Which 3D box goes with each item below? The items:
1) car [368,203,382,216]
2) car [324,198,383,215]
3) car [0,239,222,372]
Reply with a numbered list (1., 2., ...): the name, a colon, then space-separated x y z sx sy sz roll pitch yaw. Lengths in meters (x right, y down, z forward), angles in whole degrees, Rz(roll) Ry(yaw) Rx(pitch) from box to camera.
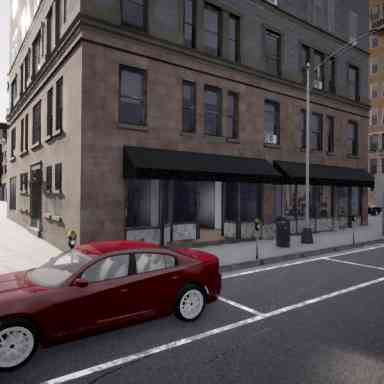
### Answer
1. car: 14.497 1.444 30.195 1.895 1.301 4.718 1 0 -35
2. car: 16.262 1.411 33.347 2.033 1.411 5.357 1 0 -35
3. car: -1.536 1.545 5.658 4.507 1.381 1.887 0 1 -35
